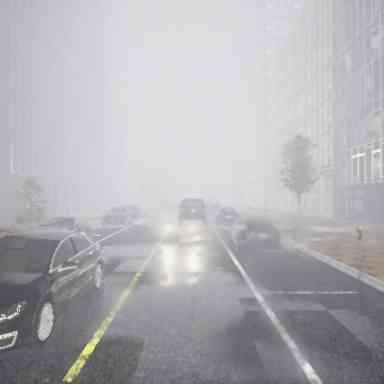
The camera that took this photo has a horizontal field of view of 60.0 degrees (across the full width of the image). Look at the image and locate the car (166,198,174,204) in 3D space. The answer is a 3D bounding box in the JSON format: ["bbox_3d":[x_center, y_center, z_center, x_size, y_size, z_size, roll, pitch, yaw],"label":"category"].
[{"bbox_3d":[-5.792,2.357,88.722,2.008,1.369,4.403,0,0,0],"label":"car"}]

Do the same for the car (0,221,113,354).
[{"bbox_3d":[-3.108,1.571,6.492,1.837,1.490,4.892,0,-1,0],"label":"car"}]

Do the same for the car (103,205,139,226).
[{"bbox_3d":[-5.719,1.800,26.106,1.887,1.381,4.507,0,-1,0],"label":"car"}]

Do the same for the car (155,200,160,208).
[{"bbox_3d":[-5.758,2.089,60.090,1.752,1.417,4.829,0,-1,0],"label":"car"}]

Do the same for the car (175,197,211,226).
[{"bbox_3d":[0.069,1.479,26.277,2.150,2.045,5.566,0,0,0],"label":"car"}]

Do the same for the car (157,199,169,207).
[{"bbox_3d":[-5.765,2.165,65.954,2.008,1.369,4.403,0,0,0],"label":"car"}]

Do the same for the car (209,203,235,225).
[{"bbox_3d":[2.662,1.821,26.107,1.947,1.339,4.313,0,-1,0],"label":"car"}]

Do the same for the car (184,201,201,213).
[{"bbox_3d":[0.032,1.911,43.908,2.128,1.511,4.902,0,-1,0],"label":"car"}]

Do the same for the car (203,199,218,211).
[{"bbox_3d":[2.636,1.906,48.877,1.967,1.590,4.097,0,-1,0],"label":"car"}]

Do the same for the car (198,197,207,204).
[{"bbox_3d":[2.597,2.074,83.030,2.192,1.841,5.009,0,0,0],"label":"car"}]

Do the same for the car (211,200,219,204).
[{"bbox_3d":[2.649,1.928,37.491,1.947,1.339,4.313,0,-1,0],"label":"car"}]

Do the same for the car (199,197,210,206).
[{"bbox_3d":[2.610,1.978,71.646,2.192,1.841,5.009,0,0,0],"label":"car"}]

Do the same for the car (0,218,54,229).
[{"bbox_3d":[-5.699,1.636,9.028,1.887,1.381,4.507,0,-1,0],"label":"car"}]

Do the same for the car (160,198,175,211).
[{"bbox_3d":[-3.137,1.822,49.393,2.097,1.767,4.553,0,-1,0],"label":"car"}]

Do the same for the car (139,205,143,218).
[{"bbox_3d":[-5.726,1.875,31.798,1.947,1.339,4.313,0,-1,0],"label":"car"}]

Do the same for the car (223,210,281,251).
[{"bbox_3d":[2.675,1.712,14.724,1.947,1.339,4.313,0,-1,0],"label":"car"}]

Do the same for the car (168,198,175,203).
[{"bbox_3d":[-5.799,2.418,94.414,1.947,1.339,4.313,0,0,0],"label":"car"}]

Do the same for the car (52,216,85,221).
[{"bbox_3d":[-5.706,1.728,14.721,1.802,1.307,4.206,0,-1,0],"label":"car"}]
